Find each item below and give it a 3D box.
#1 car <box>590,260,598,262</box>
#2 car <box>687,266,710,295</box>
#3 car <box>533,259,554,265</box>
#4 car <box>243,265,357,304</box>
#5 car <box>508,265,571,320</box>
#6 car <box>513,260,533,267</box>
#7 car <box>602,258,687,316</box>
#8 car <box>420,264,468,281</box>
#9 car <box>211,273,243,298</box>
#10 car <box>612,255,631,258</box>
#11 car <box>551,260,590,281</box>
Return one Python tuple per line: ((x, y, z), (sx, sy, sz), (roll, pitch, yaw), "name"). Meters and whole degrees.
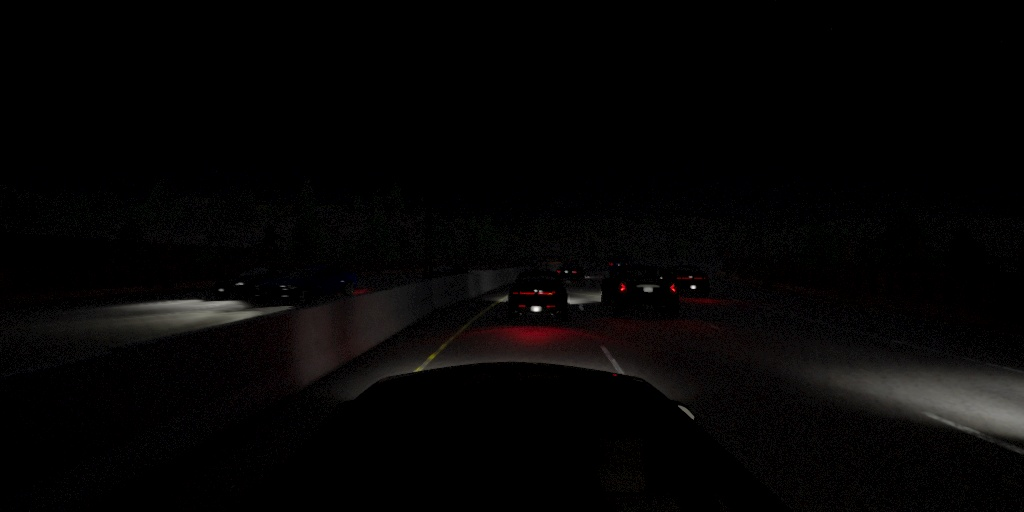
((13.387, 1.357, 60.896), (1.895, 1.301, 4.718), (0, 0, 38), "car")
((9.375, 1.258, 19.855), (1.837, 1.490, 4.892), (0, 0, 13), "car")
((5.791, 1.236, 56.114), (1.882, 1.535, 5.008), (0, 0, 33), "car")
((-9.236, 1.193, 16.547), (1.882, 1.535, 5.008), (0, 0, 10), "car")
((0.994, 1.249, 12.623), (1.837, 1.490, 4.892), (0, 0, 7), "car")
((2.044, 1.364, 56.813), (1.895, 1.301, 4.718), (0, 0, 32), "car")
((4.685, 1.105, 13.679), (2.097, 1.767, 4.553), (0, 0, 8), "car")
((-4.316, 1.254, 23.508), (1.812, 1.442, 4.674), (0, 0, 14), "car")
((-12.498, 1.233, 18.184), (1.812, 1.442, 4.674), (0, 0, 10), "car")
((11.297, 0.959, 36.649), (2.150, 2.045, 5.566), (0, 0, 23), "car")
((5.044, 1.287, 30.326), (2.033, 1.411, 5.357), (0, 0, 19), "car")
